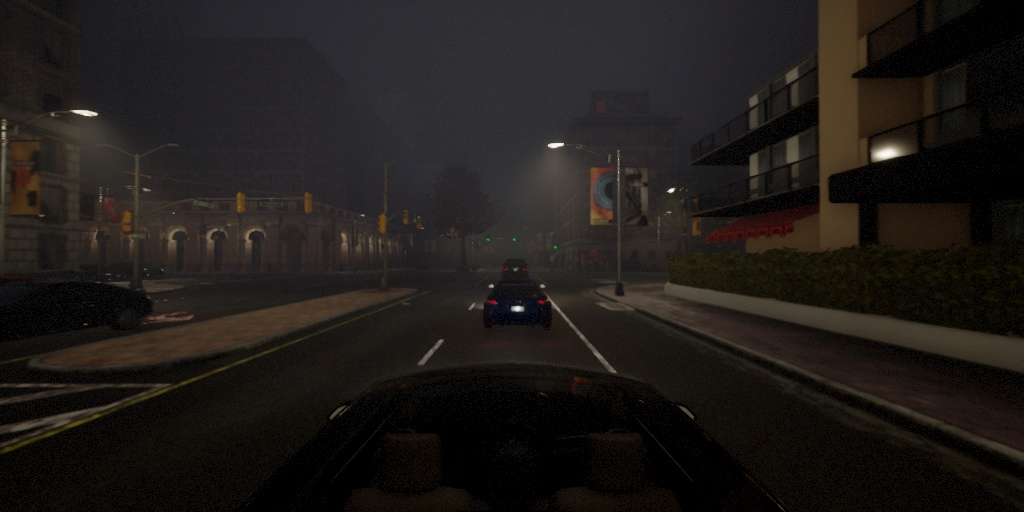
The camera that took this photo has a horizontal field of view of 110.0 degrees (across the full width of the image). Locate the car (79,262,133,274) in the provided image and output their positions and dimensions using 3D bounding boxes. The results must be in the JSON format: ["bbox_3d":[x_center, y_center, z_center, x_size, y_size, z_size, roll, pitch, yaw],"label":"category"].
[{"bbox_3d":[-37.265,1.504,31.767,4.892,1.490,1.837,0,-1,0],"label":"car"}]

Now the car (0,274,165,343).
[{"bbox_3d":[-11.524,1.332,8.682,1.812,1.442,4.674,0,0,1],"label":"car"}]

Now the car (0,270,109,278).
[{"bbox_3d":[-15.008,1.293,9.901,1.882,1.535,5.008,0,-1,1],"label":"car"}]

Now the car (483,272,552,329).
[{"bbox_3d":[0.162,1.403,11.641,1.994,1.385,4.181,0,0,0],"label":"car"}]

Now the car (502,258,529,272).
[{"bbox_3d":[0.286,1.236,31.288,2.150,2.045,5.566,0,0,0],"label":"car"}]

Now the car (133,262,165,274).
[{"bbox_3d":[-37.060,1.382,35.272,4.553,1.767,2.097,0,-1,0],"label":"car"}]
